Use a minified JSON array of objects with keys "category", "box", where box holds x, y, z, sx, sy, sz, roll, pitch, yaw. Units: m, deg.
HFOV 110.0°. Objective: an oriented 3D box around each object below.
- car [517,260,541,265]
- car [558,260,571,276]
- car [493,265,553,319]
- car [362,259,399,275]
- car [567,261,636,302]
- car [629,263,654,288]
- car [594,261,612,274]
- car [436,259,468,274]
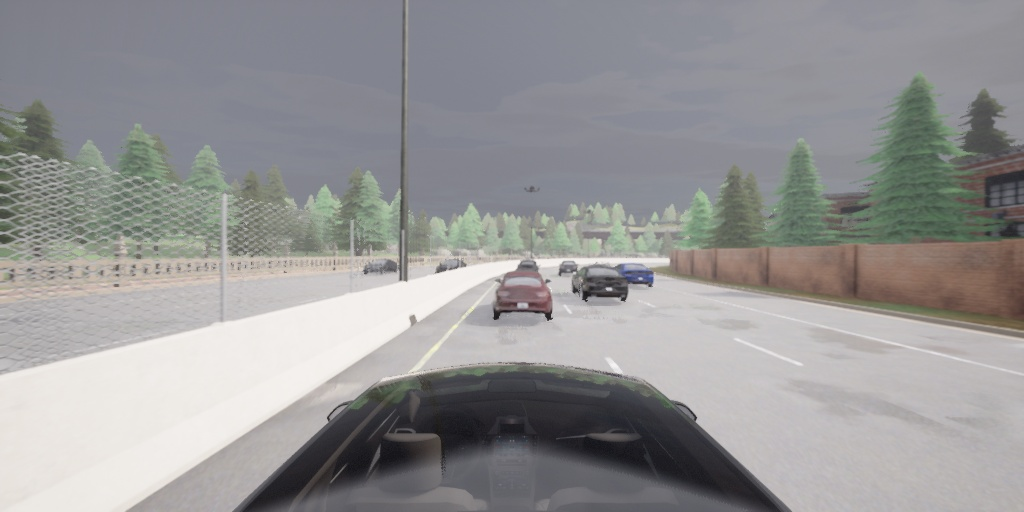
[{"category":"car","box":[1.452,1.113,31.190,1.837,1.490,4.892,0,0,6]},{"category":"car","box":[5.560,1.149,35.113,1.812,1.442,4.674,0,0,9]},{"category":"car","box":[0.371,1.223,12.422,1.812,1.442,4.674,1,0,2]},{"category":"car","box":[-12.467,1.015,34.491,1.812,1.442,4.674,1,0,8]},{"category":"car","box":[4.006,1.183,16.980,1.882,1.535,5.008,0,0,2]},{"category":"car","box":[7.810,1.180,23.831,1.882,1.535,5.008,0,1,3]},{"category":"car","box":[10.211,1.238,40.361,1.895,1.301,4.718,1,0,13]},{"category":"car","box":[-5.531,1.058,33.541,1.882,1.535,5.008,1,0,8]}]
